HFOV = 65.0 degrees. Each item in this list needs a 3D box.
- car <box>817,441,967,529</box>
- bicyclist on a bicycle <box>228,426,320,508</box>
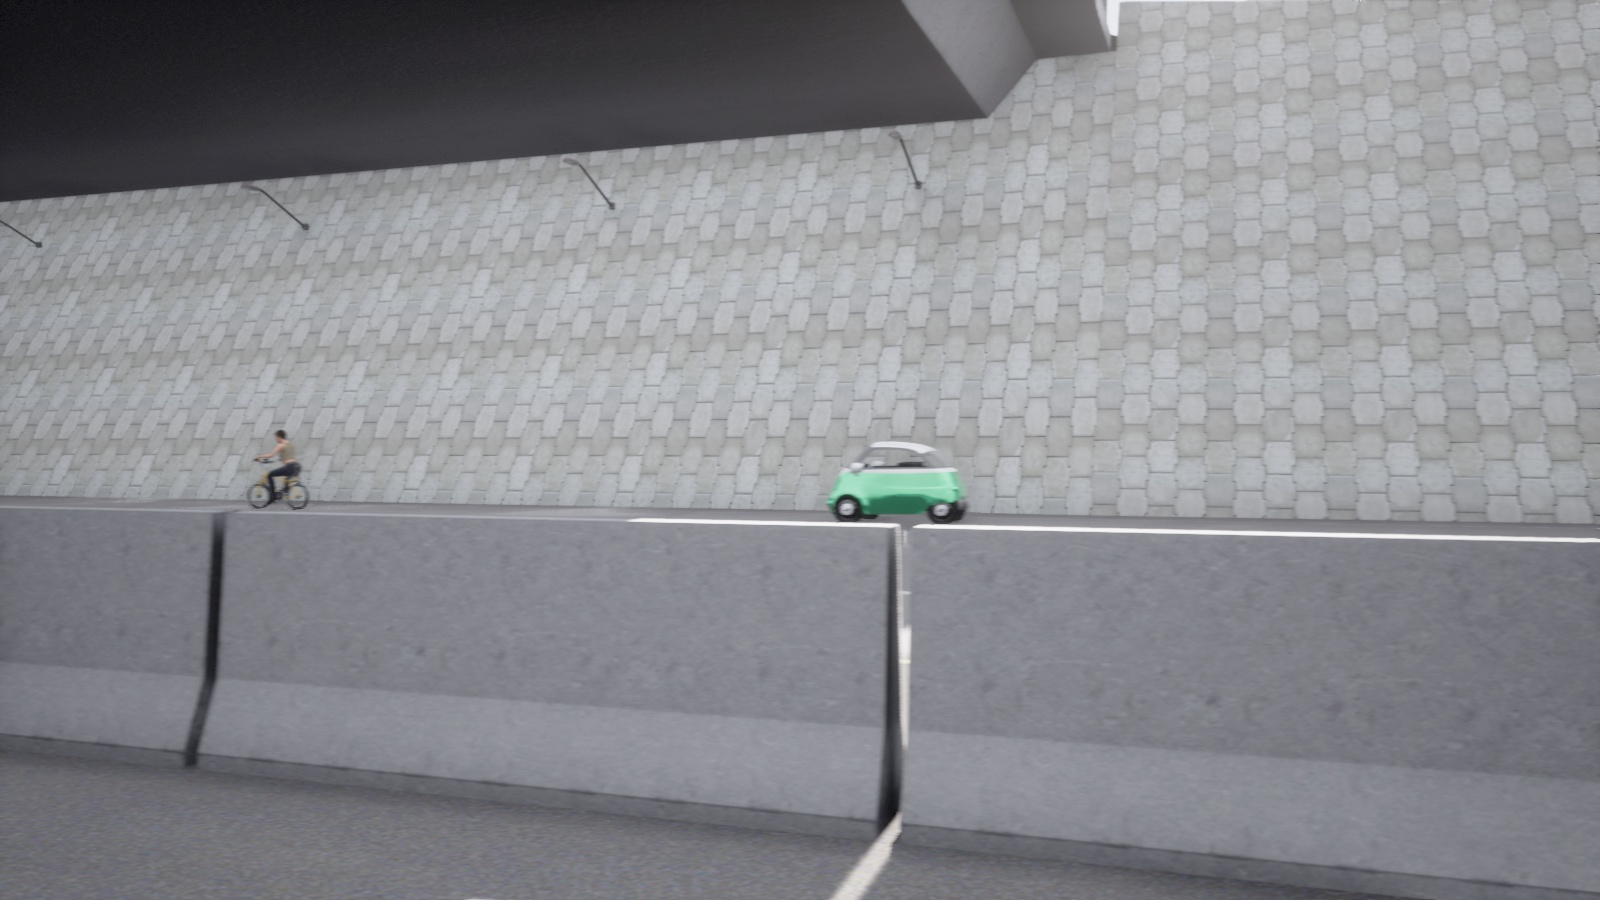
[{"bbox_3d":[1.567,0.549,21.129,2.207,1.376,1.481,1,1,19],"label":"car"},{"bbox_3d":[-10.543,0.320,25.196,1.509,1.612,0.866,1,1,19],"label":"bicyclist on a bicycle"}]
